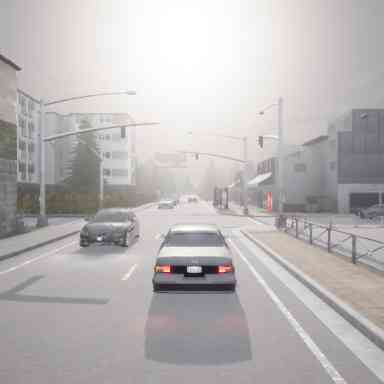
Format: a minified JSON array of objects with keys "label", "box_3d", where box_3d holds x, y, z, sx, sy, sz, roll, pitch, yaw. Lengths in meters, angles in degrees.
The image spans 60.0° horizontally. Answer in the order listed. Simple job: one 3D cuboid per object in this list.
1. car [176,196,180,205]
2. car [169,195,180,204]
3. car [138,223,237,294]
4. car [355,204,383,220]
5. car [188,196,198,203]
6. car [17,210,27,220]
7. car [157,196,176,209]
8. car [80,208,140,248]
[{"label":"car","box_3d":[-3.541,1.505,55.853,1.837,1.490,4.892,0,0,0]},{"label":"car","box_3d":[-3.479,1.477,65.994,1.882,1.535,5.008,0,0,0]},{"label":"car","box_3d":[0.067,1.547,8.944,2.033,1.411,5.357,0,0,1]},{"label":"car","box_3d":[16.739,1.740,29.327,4.181,1.385,1.994,0,0,0]},{"label":"car","box_3d":[0.156,1.525,68.830,1.812,1.442,4.674,0,0,0]},{"label":"car","box_3d":[-15.375,1.668,25.569,4.902,1.511,2.128,0,0,0]},{"label":"car","box_3d":[-3.561,1.526,45.849,1.812,1.442,4.674,0,0,0]},{"label":"car","box_3d":[-3.464,1.503,14.842,1.837,1.490,4.892,1,0,0]}]
